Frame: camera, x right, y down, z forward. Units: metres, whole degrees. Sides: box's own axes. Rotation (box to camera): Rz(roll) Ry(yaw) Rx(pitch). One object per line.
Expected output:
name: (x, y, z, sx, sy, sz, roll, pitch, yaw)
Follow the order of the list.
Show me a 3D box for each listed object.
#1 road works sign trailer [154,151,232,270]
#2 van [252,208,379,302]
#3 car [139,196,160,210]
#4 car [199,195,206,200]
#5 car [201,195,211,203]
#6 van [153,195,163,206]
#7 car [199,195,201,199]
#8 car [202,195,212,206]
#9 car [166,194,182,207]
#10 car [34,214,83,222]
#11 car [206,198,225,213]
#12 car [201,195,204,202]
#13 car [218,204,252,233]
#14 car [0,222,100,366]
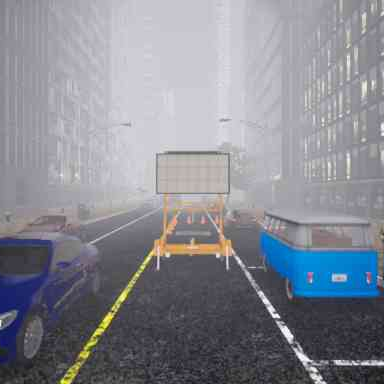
road works sign trailer: (0.031, 0.464, 10.982, 2.380, 3.560, 2.880, 0, 0, 0)
van: (2.712, 1.341, 7.955, 1.690, 1.788, 3.998, 0, 0, 0)
car: (-5.566, 1.548, 42.137, 2.008, 1.369, 4.403, 0, 0, 0)
car: (2.970, 1.463, 93.341, 1.887, 1.381, 4.507, 0, 0, 0)
car: (2.901, 1.401, 70.570, 1.967, 1.590, 4.097, 0, 0, 0)
van: (-5.531, 1.328, 53.522, 1.690, 1.788, 3.998, 0, 0, 0)
car: (2.884, 1.410, 64.878, 1.967, 1.590, 4.097, 0, 0, 0)
car: (2.832, 1.544, 47.801, 2.008, 1.369, 4.403, 0, 0, 0)
car: (-2.845, 1.210, 52.614, 2.150, 2.045, 5.566, 0, 0, 0)
car: (-5.652, 1.582, 13.674, 1.802, 1.307, 4.206, 0, 0, 0)
car: (2.798, 1.581, 36.416, 1.802, 1.307, 4.206, 0, 0, 0)
car: (2.849, 1.538, 53.493, 2.008, 1.369, 4.403, 0, 0, 0)
car: (2.746, 1.581, 19.338, 1.802, 1.307, 4.206, 0, 0, 0)
car: (-2.985, 1.525, 5.941, 1.812, 1.442, 4.674, 0, 0, 0)
